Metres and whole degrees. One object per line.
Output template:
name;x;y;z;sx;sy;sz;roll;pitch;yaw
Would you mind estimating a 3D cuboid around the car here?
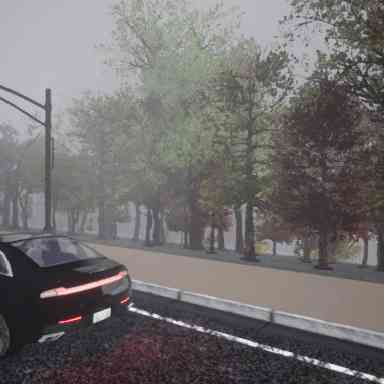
car;-3.236;1.491;5.989;4.902;1.511;2.128;0;0;35
